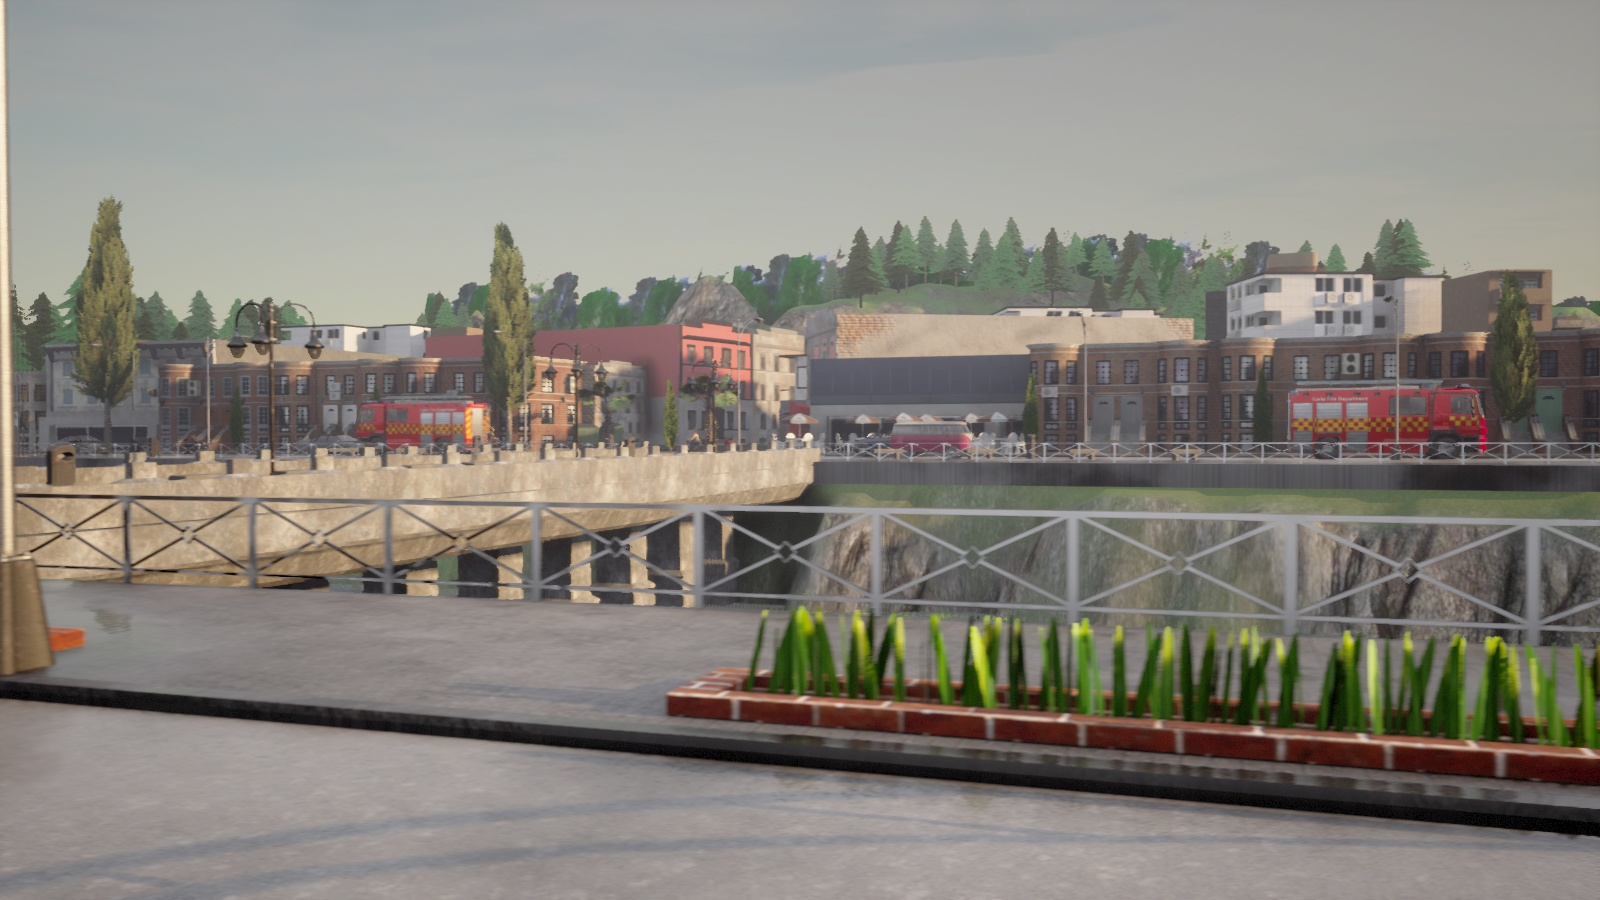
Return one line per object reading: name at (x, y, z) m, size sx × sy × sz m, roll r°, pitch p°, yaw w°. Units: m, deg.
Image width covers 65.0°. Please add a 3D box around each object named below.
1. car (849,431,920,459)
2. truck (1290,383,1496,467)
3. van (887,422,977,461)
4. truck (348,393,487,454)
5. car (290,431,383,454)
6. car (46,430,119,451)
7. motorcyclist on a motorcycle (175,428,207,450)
car at (4.807, -0.320, 71.399) m, size 3.705 × 1.549 × 1.789 m, roll 1°, pitch 1°, yaw 18°
truck at (27.842, -1.185, 59.424) m, size 8.468 × 3.827 × 2.891 m, roll 1°, pitch 1°, yaw 18°
van at (7.010, -0.458, 66.430) m, size 4.442 × 1.987 × 1.775 m, roll 1°, pitch 1°, yaw 19°
truck at (-24.754, -1.733, 81.302) m, size 8.468 × 3.827 × 2.891 m, roll 1°, pitch 1°, yaw 19°
car at (-28.948, -0.492, 78.505) m, size 5.357 × 1.411 × 2.033 m, roll 1°, pitch 1°, yaw 19°
car at (-48.646, -0.656, 85.122) m, size 4.181 × 1.385 × 1.994 m, roll 1°, pitch 1°, yaw 19°
motorcyclist on a motorcycle at (-42.270, -0.747, 87.199) m, size 2.044 × 1.523 × 0.797 m, roll 1°, pitch 1°, yaw 19°
